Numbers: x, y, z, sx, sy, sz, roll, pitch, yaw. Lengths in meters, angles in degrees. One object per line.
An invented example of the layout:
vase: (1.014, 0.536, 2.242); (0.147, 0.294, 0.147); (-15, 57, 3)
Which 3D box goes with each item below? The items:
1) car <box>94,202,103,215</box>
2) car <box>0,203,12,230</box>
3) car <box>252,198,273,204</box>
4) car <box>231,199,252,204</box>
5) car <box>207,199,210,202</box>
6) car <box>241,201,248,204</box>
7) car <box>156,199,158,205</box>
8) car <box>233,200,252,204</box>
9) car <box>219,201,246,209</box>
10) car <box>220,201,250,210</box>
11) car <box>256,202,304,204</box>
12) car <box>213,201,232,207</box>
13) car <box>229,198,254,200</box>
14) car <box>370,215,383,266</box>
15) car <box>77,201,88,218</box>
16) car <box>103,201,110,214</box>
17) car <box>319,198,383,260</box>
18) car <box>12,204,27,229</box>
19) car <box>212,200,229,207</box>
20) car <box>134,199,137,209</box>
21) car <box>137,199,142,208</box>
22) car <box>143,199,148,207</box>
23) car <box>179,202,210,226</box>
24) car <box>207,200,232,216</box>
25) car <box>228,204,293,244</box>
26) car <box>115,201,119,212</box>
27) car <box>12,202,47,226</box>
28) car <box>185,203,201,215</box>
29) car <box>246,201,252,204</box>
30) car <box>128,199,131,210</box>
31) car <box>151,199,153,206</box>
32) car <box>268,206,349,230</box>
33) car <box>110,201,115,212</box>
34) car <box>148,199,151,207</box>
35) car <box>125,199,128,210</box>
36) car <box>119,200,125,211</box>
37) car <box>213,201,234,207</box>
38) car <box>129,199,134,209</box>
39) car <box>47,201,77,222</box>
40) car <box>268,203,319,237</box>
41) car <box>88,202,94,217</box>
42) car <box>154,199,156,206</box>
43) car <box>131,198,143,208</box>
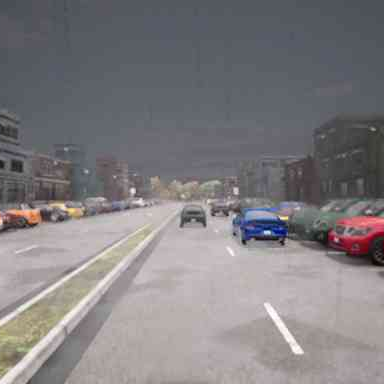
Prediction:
car: (-12.742, 1.930, 36.411); (4.792, 1.488, 2.163); (0, -1, 0)
car: (-12.776, 1.303, 16.972); (5.566, 2.045, 2.435); (0, -1, 0)
car: (7.666, 1.613, 27.708); (4.553, 1.767, 2.185); (0, -1, 0)
car: (7.627, 1.997, 41.489); (5.008, 1.535, 2.097); (0, -1, 0)
car: (7.534, 2.915, 91.116); (5.566, 2.045, 2.435); (0, -1, 0)
car: (7.631, 1.879, 33.218); (4.674, 1.452, 2.002); (0, -1, 0)
car: (-12.691, 3.165, 92.096); (5.008, 1.535, 2.097); (0, -1, 0)
car: (7.603, 1.973, 38.733); (4.792, 1.488, 2.163); (0, -1, 0)
car: (7.651, 2.500, 63.545); (4.792, 1.488, 2.163); (0, -1, 0)
car: (7.813, 2.404, 60.791); (5.366, 1.575, 1.946); (0, -1, 0)
car: (7.630, 1.688, 24.948); (5.008, 1.535, 2.097); (0, -1, 0)
car: (7.577, 2.990, 82.838); (4.674, 1.452, 2.002); (0, -2, 0)
car: (7.600, 1.927, 44.248); (4.553, 1.767, 2.185); (0, -1, 0)
car: (7.633, 1.492, 8.418); (5.008, 1.535, 2.097); (0, 0, 0)
car: (-12.966, 1.793, 30.980); (5.366, 1.575, 1.946); (0, -1, 0)
car: (-12.772, 1.955, 39.189); (5.008, 1.535, 2.097); (0, -1, 0)
car: (7.610, 1.260, 11.177); (5.566, 2.045, 2.435); (0, 0, 0)
car: (-12.798, 1.633, 19.743); (4.674, 1.452, 2.002); (0, -1, 0)
car: (7.537, 2.969, 88.356); (4.553, 1.767, 2.185); (0, -1, 0)
car: (-12.740, 2.365, 58.639); (4.892, 1.521, 2.231); (0, -1, 0)
car: (-12.721, 2.529, 64.193); (4.674, 1.452, 2.002); (0, -1, 0)
car: (-12.742, 2.370, 69.882); (5.566, 2.045, 2.435); (0, -1, 0)
car: (0.095, 1.712, 24.880); (1.837, 1.490, 4.892); (0, -1, 0)
car: (3.092, 1.956, 38.082); (1.837, 1.490, 4.892); (0, -1, 0)
car: (3.097, 1.554, 16.154); (1.882, 1.535, 5.008); (0, -1, 0)
car: (-12.786, 2.097, 44.745); (4.792, 1.488, 2.163); (0, -1, 0)
car: (-12.763, 1.513, 22.523); (4.553, 1.767, 2.185); (0, -1, 0)
car: (0.091, 2.118, 41.511); (1.895, 1.301, 4.718); (0, -1, 0)
car: (7.663, 1.818, 30.462); (4.792, 1.488, 2.163); (0, -1, 0)
car: (-12.740, 2.283, 53.081); (4.674, 1.452, 2.002); (0, -1, 0)
car: (-12.880, 2.887, 80.990); (5.366, 1.575, 1.946); (0, -1, 0)
car: (7.633, 1.682, 22.193); (4.674, 1.452, 2.002); (0, -1, 0)
car: (-12.755, 2.012, 41.969); (4.892, 1.521, 2.231); (0, -1, 0)
car: (-12.670, 2.851, 78.210); (4.792, 1.488, 2.163); (0, -1, 0)
car: (-12.753, 2.187, 50.429); (4.892, 1.521, 2.231); (0, -1, 0)
car: (-12.746, 2.128, 47.650); (5.008, 1.535, 2.097); (0, -1, 0)
car: (7.580, 2.878, 80.083); (5.008, 1.535, 2.097); (0, -1, 0)
car: (-12.767, 2.333, 55.860); (4.792, 1.488, 2.163); (0, -1, 0)
car: (-12.791, 1.744, 28.200); (4.892, 1.521, 2.231); (0, -1, 0)
car: (7.451, 1.595, 19.437); (5.366, 1.575, 1.946); (0, -1, 0)
car: (-12.748, 1.721, 33.643); (4.553, 1.767, 2.185); (0, -1, 0)
car: (-12.690, 3.025, 86.422); (5.008, 1.535, 2.097); (0, -1, 0)
car: (-12.751, 2.430, 67.067); (4.553, 1.767, 2.185); (0, -1, 0)
